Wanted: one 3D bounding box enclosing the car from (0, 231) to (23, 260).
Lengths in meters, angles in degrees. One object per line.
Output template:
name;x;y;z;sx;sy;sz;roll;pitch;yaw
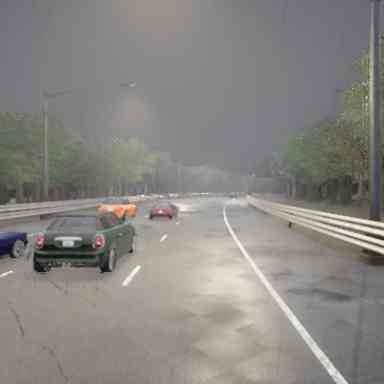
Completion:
car;-6.737;1.609;9.659;1.895;1.301;4.718;0;0;1

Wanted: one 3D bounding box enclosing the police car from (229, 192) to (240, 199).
police car;10.586;0.853;85.183;1.930;1.638;5.238;0;0;12

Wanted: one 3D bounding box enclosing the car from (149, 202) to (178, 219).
car;-2.318;1.498;28.122;1.994;1.385;4.181;0;0;4

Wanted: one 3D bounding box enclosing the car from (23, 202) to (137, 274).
car;-3.194;1.364;10.852;2.097;1.767;4.553;0;0;1

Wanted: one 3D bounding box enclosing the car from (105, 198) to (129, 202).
car;-5.905;1.294;27.003;2.097;1.767;4.553;0;0;4
